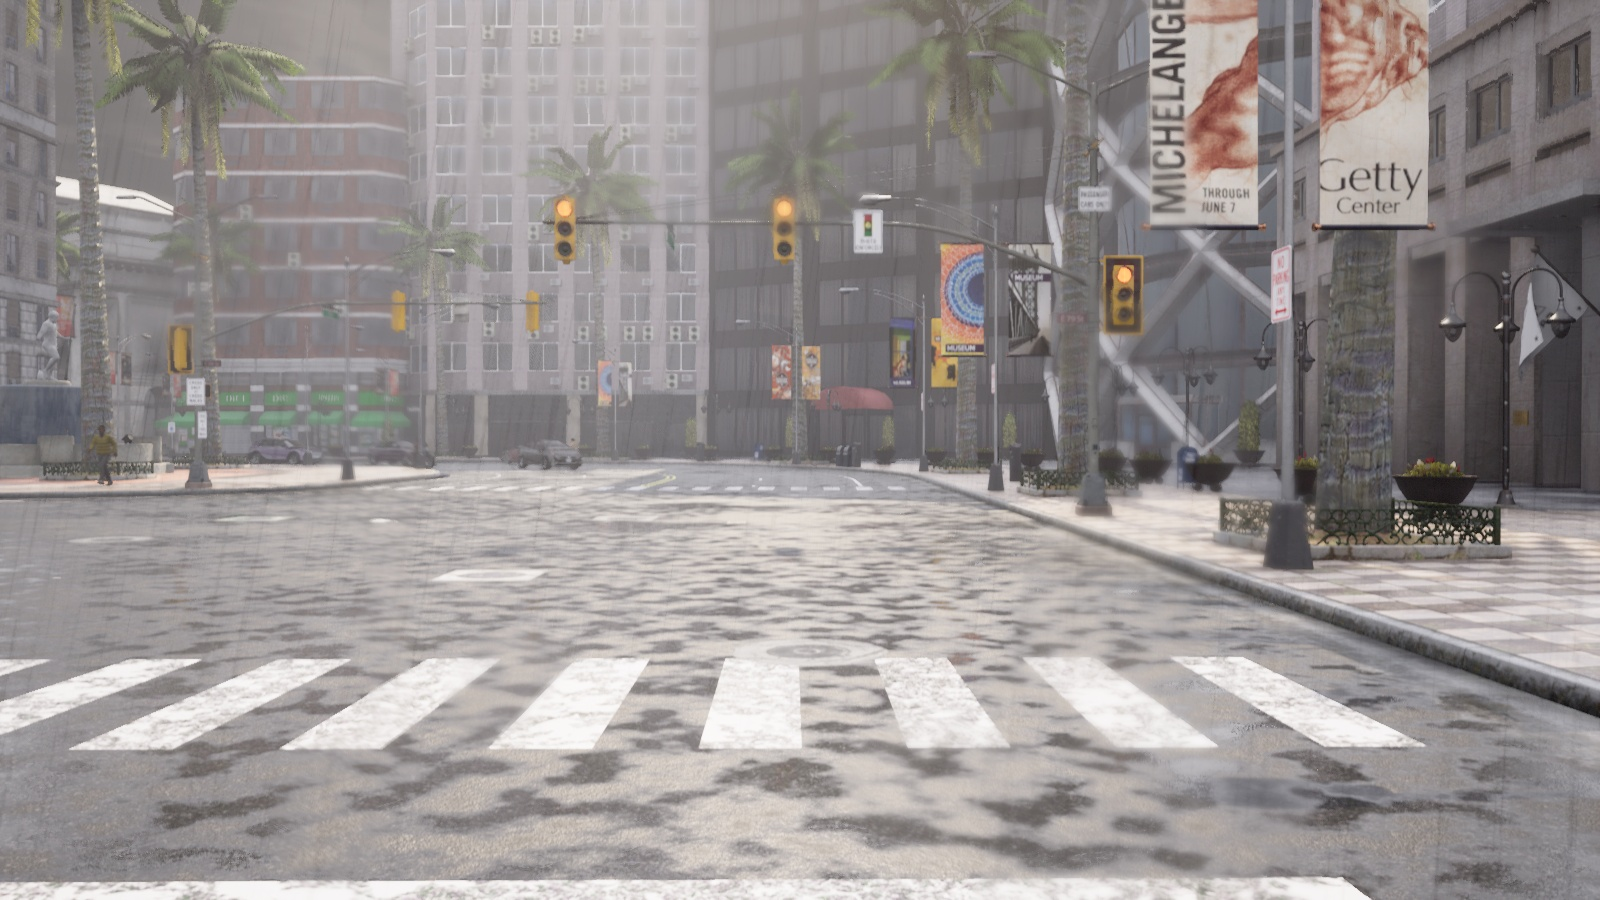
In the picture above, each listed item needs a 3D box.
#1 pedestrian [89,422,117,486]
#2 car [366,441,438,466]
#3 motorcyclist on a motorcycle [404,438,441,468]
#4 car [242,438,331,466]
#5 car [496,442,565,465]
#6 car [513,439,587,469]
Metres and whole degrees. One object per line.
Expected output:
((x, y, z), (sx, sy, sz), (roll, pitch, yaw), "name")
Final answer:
((-20.432, 0.110, 36.805), (0.431, 1.840, 0.709), (0, 0, -1), "pedestrian")
((-24.090, 0.170, 75.980), (4.193, 1.474, 1.816), (0, 0, 29), "car")
((-20.851, 0.159, 69.383), (2.350, 1.649, 0.766), (1, 1, 39), "motorcyclist on a motorcycle")
((-30.900, 0.084, 75.553), (4.856, 1.649, 2.033), (0, 0, 21), "car")
((-17.123, 0.197, 79.778), (4.181, 1.385, 1.994), (0, 1, 37), "car")
((-13.259, 0.184, 66.369), (2.007, 1.525, 4.514), (0, 1, -39), "car")
